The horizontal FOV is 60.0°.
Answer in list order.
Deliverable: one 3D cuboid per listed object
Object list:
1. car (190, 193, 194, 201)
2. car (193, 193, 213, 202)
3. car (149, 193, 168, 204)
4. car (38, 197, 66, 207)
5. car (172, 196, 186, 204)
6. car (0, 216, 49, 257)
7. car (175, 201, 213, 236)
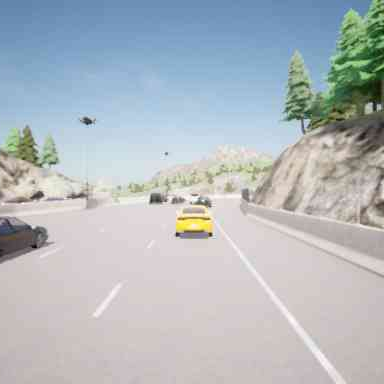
[{"bbox_3d":[1.092,1.217,63.132,2.150,2.045,5.566,0,0,13],"label":"car"},{"bbox_3d":[1.847,1.347,48.025,2.097,1.767,4.553,0,0,8],"label":"car"},{"bbox_3d":[-6.240,1.217,62.577,2.150,2.045,5.566,0,0,13],"label":"car"},{"bbox_3d":[-22.342,1.533,53.265,1.812,1.442,4.674,0,0,9],"label":"car"},{"bbox_3d":[-2.471,1.487,62.902,2.128,1.511,4.902,0,0,13],"label":"car"},{"bbox_3d":[-6.905,1.546,11.496,2.033,1.411,5.357,0,0,0],"label":"car"},{"bbox_3d":[0.103,1.476,18.478,1.882,1.535,5.008,0,0,0],"label":"car"}]
